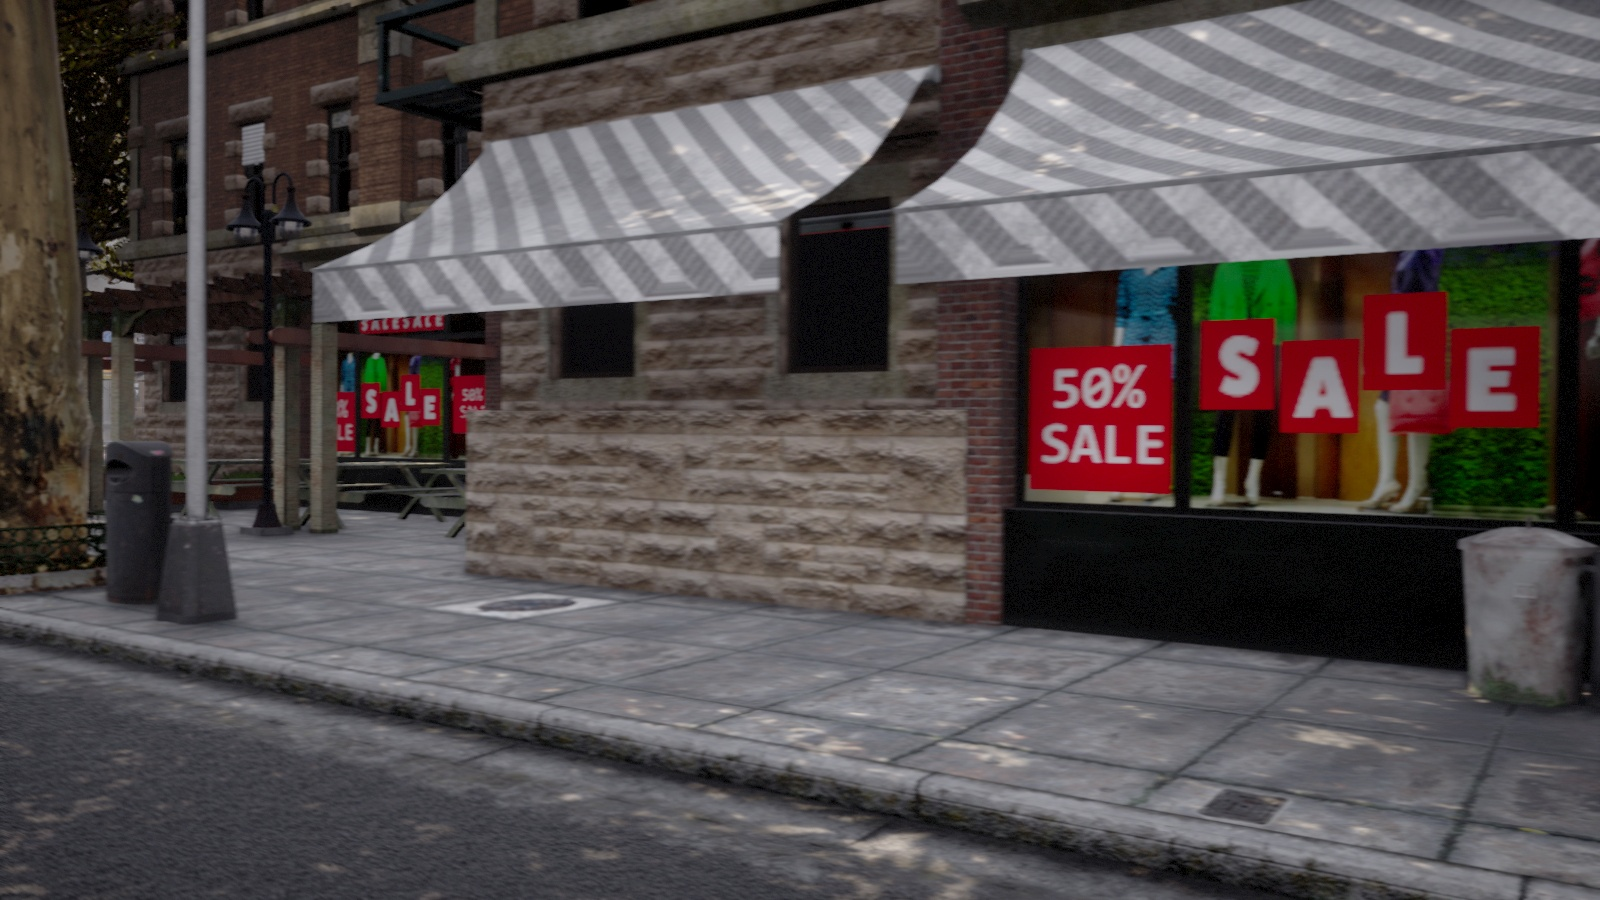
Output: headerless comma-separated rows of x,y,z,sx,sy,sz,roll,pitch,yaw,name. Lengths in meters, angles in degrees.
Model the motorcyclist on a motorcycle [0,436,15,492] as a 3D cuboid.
-23.551,0.410,35.750,0.866,1.590,1.817,0,1,33,motorcyclist on a motorcycle
